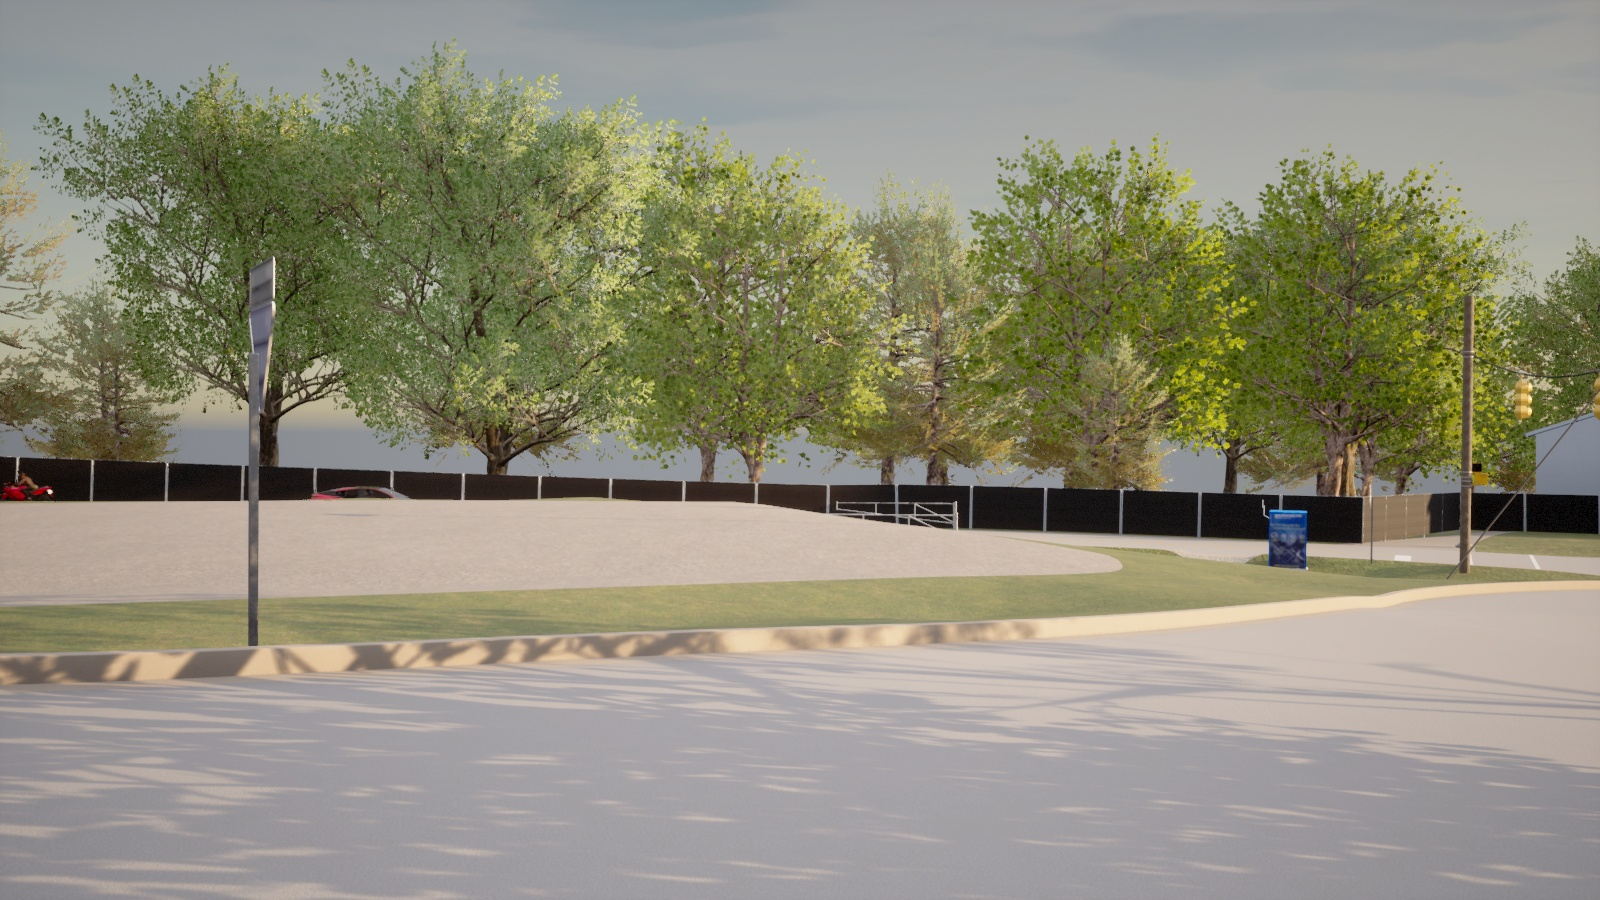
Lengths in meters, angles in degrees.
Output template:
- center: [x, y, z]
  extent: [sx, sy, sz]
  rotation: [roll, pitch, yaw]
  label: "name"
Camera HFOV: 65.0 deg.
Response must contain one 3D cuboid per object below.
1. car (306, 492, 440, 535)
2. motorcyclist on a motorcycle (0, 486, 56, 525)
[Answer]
- center: [-16.451, 2.439, 48.559]
  extent: [4.514, 1.525, 2.007]
  rotation: [1, 1, -4]
  label: "car"
- center: [-31.220, 2.222, 50.541]
  extent: [2.044, 1.523, 0.797]
  rotation: [1, 1, -6]
  label: "motorcyclist on a motorcycle"
